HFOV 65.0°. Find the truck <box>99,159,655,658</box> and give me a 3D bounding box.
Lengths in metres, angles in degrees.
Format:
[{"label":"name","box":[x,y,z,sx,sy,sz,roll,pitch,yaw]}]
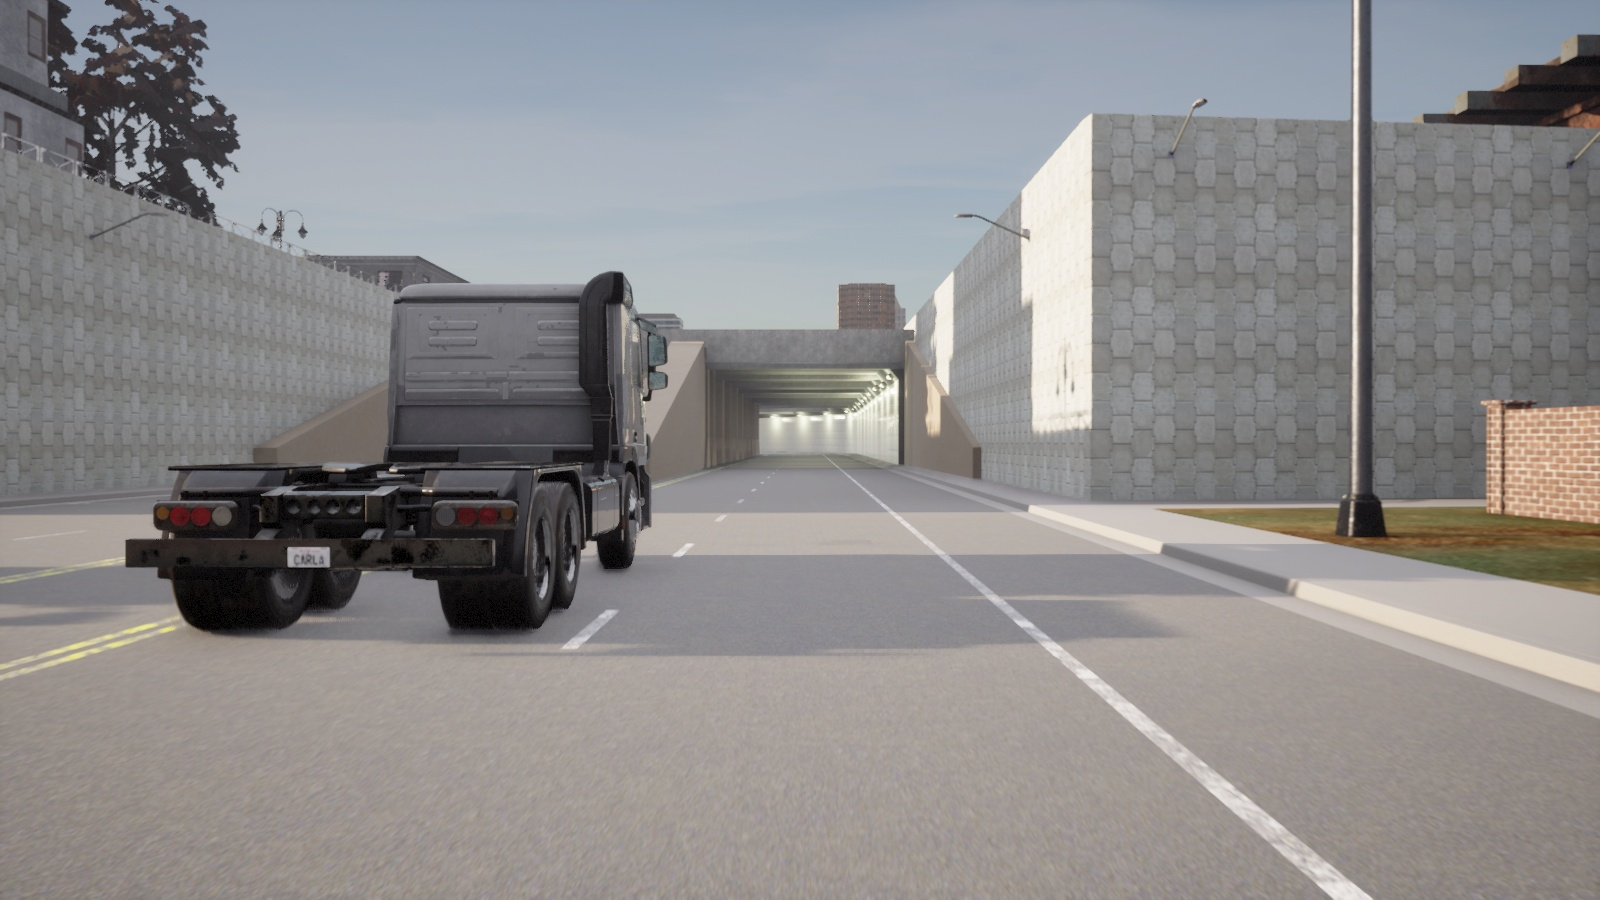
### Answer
[{"label":"truck","box":[-3.395,-0.310,12.692,2.891,3.462,7.936,0,0,0]}]
